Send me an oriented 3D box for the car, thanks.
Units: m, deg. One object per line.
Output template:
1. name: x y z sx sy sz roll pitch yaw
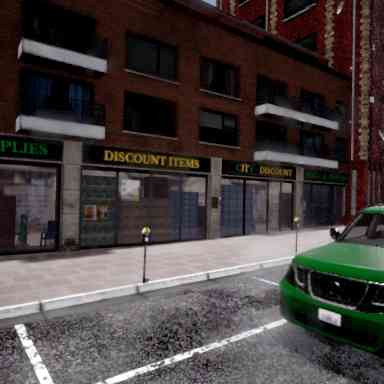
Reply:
1. car: 3.976 1.228 5.799 5.566 2.045 2.150 0 0 -36
